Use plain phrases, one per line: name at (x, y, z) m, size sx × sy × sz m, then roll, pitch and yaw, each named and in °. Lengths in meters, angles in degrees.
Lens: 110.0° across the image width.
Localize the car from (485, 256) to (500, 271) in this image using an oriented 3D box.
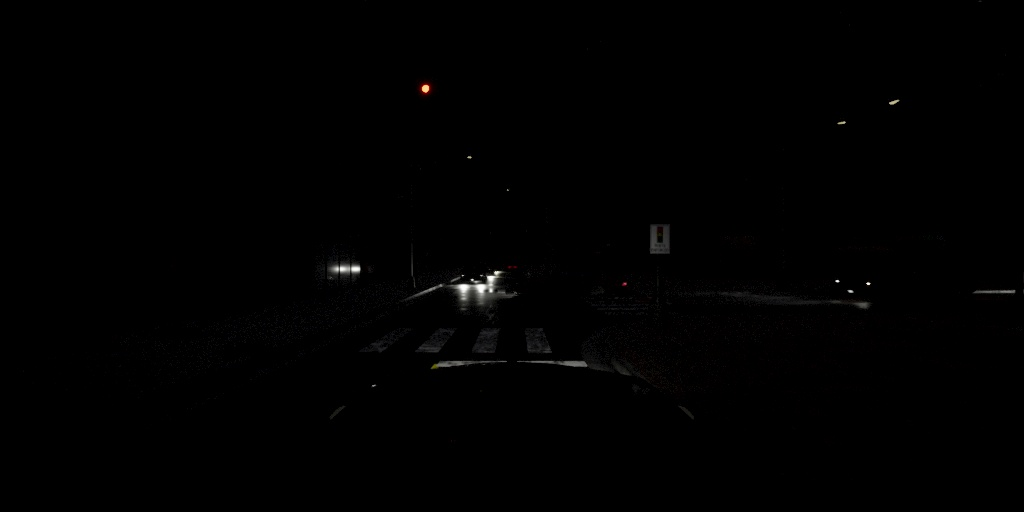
car at (-2.873, 0.995, 49.997) m, size 2.150 × 2.045 × 5.566 m, roll 0°, pitch 0°, yaw 0°

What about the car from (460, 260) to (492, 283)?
car at (-2.883, 1.303, 28.057) m, size 2.033 × 1.411 × 5.357 m, roll 0°, pitch 0°, yaw -1°

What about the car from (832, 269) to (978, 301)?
car at (17.277, 1.247, 15.963) m, size 4.718 × 1.301 × 1.895 m, roll 0°, pitch 0°, yaw 0°

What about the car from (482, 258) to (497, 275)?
car at (-2.875, 1.268, 38.465) m, size 1.837 × 1.490 × 4.892 m, roll 0°, pitch 0°, yaw 0°

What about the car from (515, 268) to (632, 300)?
car at (2.908, 1.276, 17.227) m, size 5.357 × 1.411 × 2.033 m, roll -1°, pitch 0°, yaw 22°
